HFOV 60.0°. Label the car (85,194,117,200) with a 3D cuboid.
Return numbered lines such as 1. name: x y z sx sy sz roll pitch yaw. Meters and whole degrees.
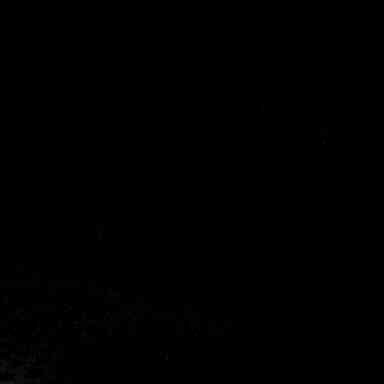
1. car: -14.118 1.368 51.804 2.150 2.045 5.566 1 0 36
